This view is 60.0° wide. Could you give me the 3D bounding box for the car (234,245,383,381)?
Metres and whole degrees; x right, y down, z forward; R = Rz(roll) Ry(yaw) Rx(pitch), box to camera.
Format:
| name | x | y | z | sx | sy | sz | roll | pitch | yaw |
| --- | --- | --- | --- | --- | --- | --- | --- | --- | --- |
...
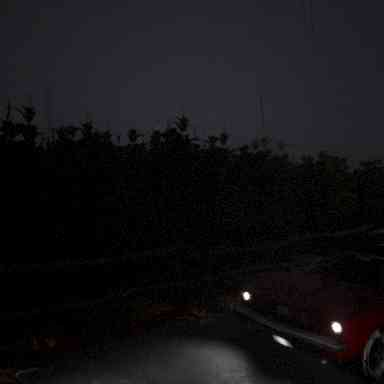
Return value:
| name | x | y | z | sx | sy | sz | roll | pitch | yaw |
| --- | --- | --- | --- | --- | --- | --- | --- | --- | --- |
| car | 2.970 | 1.662 | 5.655 | 4.718 | 1.301 | 1.895 | 1 | 0 | -36 |
